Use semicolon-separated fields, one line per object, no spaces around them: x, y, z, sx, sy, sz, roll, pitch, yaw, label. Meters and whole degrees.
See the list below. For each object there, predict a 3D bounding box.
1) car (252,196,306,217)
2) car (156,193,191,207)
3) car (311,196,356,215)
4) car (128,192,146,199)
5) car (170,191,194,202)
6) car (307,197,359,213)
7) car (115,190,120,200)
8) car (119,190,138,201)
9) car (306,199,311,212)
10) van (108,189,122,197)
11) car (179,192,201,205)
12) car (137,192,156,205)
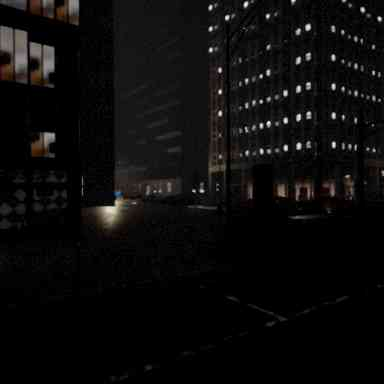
6.570;1.264;26.622;1.802;1.307;4.206;0;1;-32;car
-2.299;1.071;40.594;1.802;1.307;4.206;0;1;-33;car
11.377;1.115;29.326;1.882;1.535;5.008;0;1;-32;car
-11.272;0.668;67.894;1.947;1.339;4.313;0;1;-36;car
-1.654;0.730;54.428;1.967;1.590;4.097;0;1;-35;car
13.198;1.188;31.301;1.802;1.307;4.206;0;1;-32;car
-14.759;0.776;58.995;1.887;1.381;4.507;0;1;-35;car
-10.145;0.652;57.131;1.882;1.535;5.008;-1;1;-35;car
7.730;1.144;29.533;1.837;1.490;4.892;-1;1;-32;car
-17.852;0.319;76.749;1.690;1.788;3.998;0;1;-37;van
-0.774;0.944;42.981;2.128;1.511;4.902;-1;1;-33;car
-5.240;0.952;45.096;1.752;1.417;4.829;0;1;-33;car
